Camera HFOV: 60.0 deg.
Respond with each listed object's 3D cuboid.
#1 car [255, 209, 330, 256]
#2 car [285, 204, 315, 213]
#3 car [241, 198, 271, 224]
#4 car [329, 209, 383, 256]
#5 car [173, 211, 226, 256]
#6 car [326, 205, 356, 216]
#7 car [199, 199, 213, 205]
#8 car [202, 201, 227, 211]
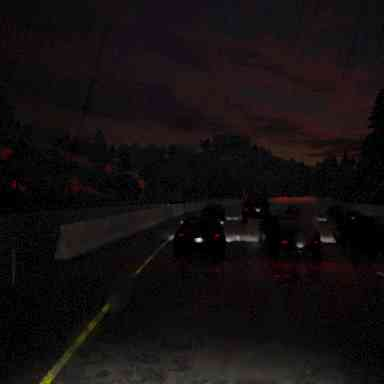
[{"bbox_3d":[3.895,1.657,13.740,1.812,1.442,4.674,0,0,4],"label":"car"},{"bbox_3d":[8.855,1.742,27.601,1.882,1.535,5.008,0,0,8],"label":"car"},{"bbox_3d":[5.311,1.479,27.632,2.150,2.045,5.566,0,0,8],"label":"car"},{"bbox_3d":[7.386,1.657,13.501,1.812,1.442,4.674,0,0,4],"label":"car"},{"bbox_3d":[0.389,1.695,13.848,1.994,1.385,4.181,0,0,4],"label":"car"},{"bbox_3d":[12.304,1.786,27.017,1.812,1.442,4.674,0,0,8],"label":"car"},{"bbox_3d":[3.250,2.222,74.950,1.812,1.442,4.674,0,-1,21],"label":"car"},{"bbox_3d":[1.894,1.775,28.402,1.837,1.490,4.892,0,0,8],"label":"car"}]
